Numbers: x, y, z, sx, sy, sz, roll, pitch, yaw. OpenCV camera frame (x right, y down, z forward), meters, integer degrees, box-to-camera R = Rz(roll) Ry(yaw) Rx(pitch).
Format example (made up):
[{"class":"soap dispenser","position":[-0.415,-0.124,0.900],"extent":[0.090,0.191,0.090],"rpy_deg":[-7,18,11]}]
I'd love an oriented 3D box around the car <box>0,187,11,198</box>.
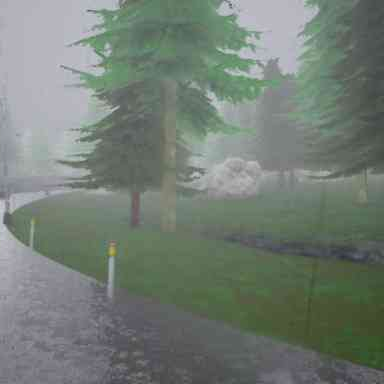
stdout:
[{"class":"car","position":[-21.698,0.137,36.578],"extent":[2.128,1.511,4.902],"rpy_deg":[-2,4,-8]}]
